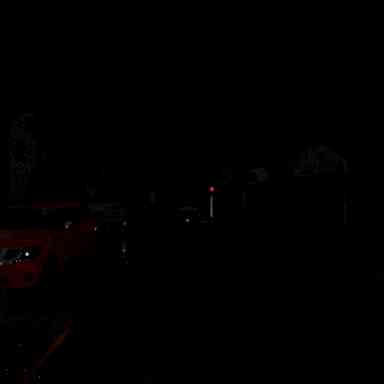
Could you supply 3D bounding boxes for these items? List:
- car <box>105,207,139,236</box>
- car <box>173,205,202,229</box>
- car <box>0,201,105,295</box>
[{"bbox_3d":[-4.397,1.652,19.844,1.882,1.535,5.008,0,0,-1],"label":"car"},{"bbox_3d":[-0.313,1.683,23.562,1.882,1.535,5.008,0,0,-1],"label":"car"},{"bbox_3d":[-4.271,1.306,9.271,2.150,2.045,5.566,0,-1,-1],"label":"car"}]
